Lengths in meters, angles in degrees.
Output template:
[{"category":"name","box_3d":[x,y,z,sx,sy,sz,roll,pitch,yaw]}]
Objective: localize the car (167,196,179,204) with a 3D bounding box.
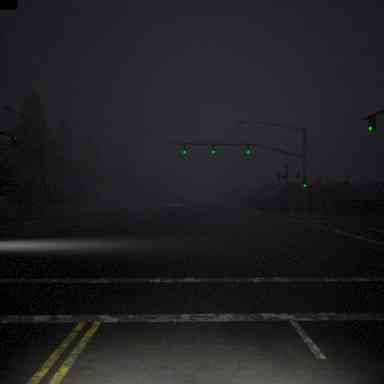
[{"category":"car","box_3d":[-3.536,1.524,63.302,1.812,1.442,4.674,0,0,1]}]
